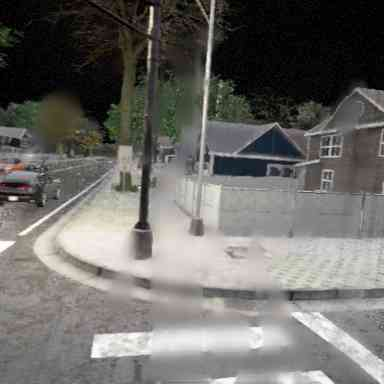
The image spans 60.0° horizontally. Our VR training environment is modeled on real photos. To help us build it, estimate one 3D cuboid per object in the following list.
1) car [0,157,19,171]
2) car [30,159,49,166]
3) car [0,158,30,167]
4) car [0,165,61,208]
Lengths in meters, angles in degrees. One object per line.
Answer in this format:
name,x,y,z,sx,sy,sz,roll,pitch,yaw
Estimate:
car,-21.756,-3.221,38.440,1.994,1.385,4.181,3,5,-11
car,-18.869,-3.277,40.650,1.837,1.490,4.892,3,5,-11
car,-17.030,-2.371,30.637,2.097,1.767,4.553,3,5,-11
car,-7.312,-0.233,15.160,1.837,1.490,4.892,3,5,-11
